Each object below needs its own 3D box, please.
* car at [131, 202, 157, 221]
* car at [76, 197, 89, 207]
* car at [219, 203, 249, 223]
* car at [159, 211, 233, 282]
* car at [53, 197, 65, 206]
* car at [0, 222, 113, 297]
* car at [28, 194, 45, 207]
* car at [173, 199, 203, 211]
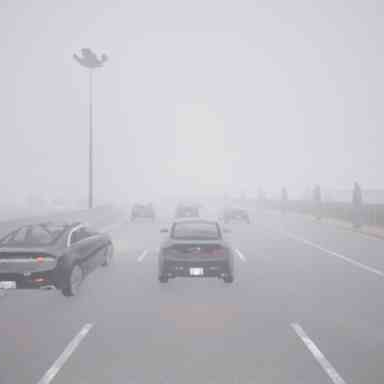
[{"bbox_3d":[-3.984,1.552,27.660,2.128,1.511,4.902,0,0,-5],"label":"car"},{"bbox_3d":[-17.440,1.607,53.233,2.128,1.511,4.902,0,0,-22],"label":"car"},{"bbox_3d":[3.161,1.582,25.674,1.812,1.442,4.674,0,0,-4],"label":"car"},{"bbox_3d":[0.098,1.527,9.839,1.837,1.490,4.892,0,0,0],"label":"car"},{"bbox_3d":[-22.609,1.615,56.565,2.128,1.511,4.902,0,0,-24],"label":"car"},{"bbox_3d":[-3.402,1.510,8.581,2.128,1.511,4.902,0,0,0],"label":"car"},{"bbox_3d":[-25.640,1.339,54.830,2.150,2.045,5.566,0,0,-24],"label":"car"},{"bbox_3d":[-0.532,1.540,28.264,1.882,1.535,5.008,0,0,-5],"label":"car"}]
